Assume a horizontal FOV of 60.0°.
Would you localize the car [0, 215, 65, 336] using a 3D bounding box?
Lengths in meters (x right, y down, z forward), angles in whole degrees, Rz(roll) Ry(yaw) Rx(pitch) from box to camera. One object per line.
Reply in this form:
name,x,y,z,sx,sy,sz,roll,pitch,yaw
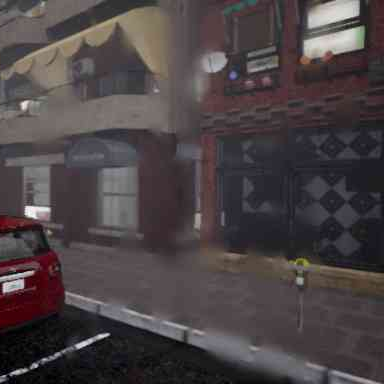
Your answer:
car,-4.280,1.317,5.760,5.009,1.841,2.192,0,1,36
